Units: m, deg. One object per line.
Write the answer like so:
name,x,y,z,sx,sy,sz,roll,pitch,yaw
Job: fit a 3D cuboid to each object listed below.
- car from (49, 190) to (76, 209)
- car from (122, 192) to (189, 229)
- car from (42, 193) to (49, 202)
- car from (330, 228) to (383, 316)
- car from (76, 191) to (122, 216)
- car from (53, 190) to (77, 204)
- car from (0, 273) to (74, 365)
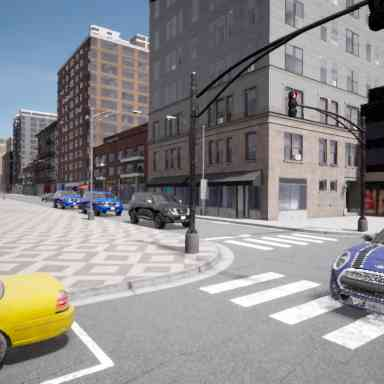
car,-14.209,0.862,37.973,2.150,2.045,5.566,1,0,-35
car,-2.070,1.053,20.778,2.150,2.045,5.566,1,0,-35
car,-25.542,0.945,59.515,2.128,1.511,4.902,1,0,-36
car,4.872,1.316,6.852,4.553,1.767,2.097,0,1,-36
car,-8.013,0.960,29.188,2.150,2.045,5.566,1,0,-35
car,-19.484,0.769,50.944,2.150,2.045,5.566,1,0,-35
car,-3.979,1.525,3.914,4.829,1.417,1.752,0,1,-36
